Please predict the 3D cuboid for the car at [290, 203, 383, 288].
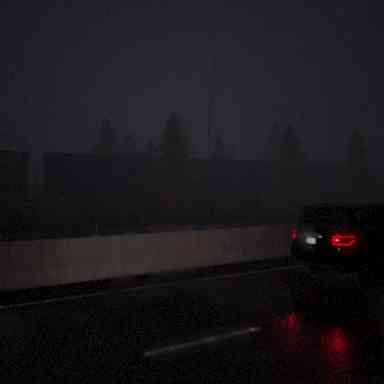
[{"bbox_3d":[5.453,1.321,9.701,5.566,2.045,2.150,0,-1,-26],"label":"car"}]
